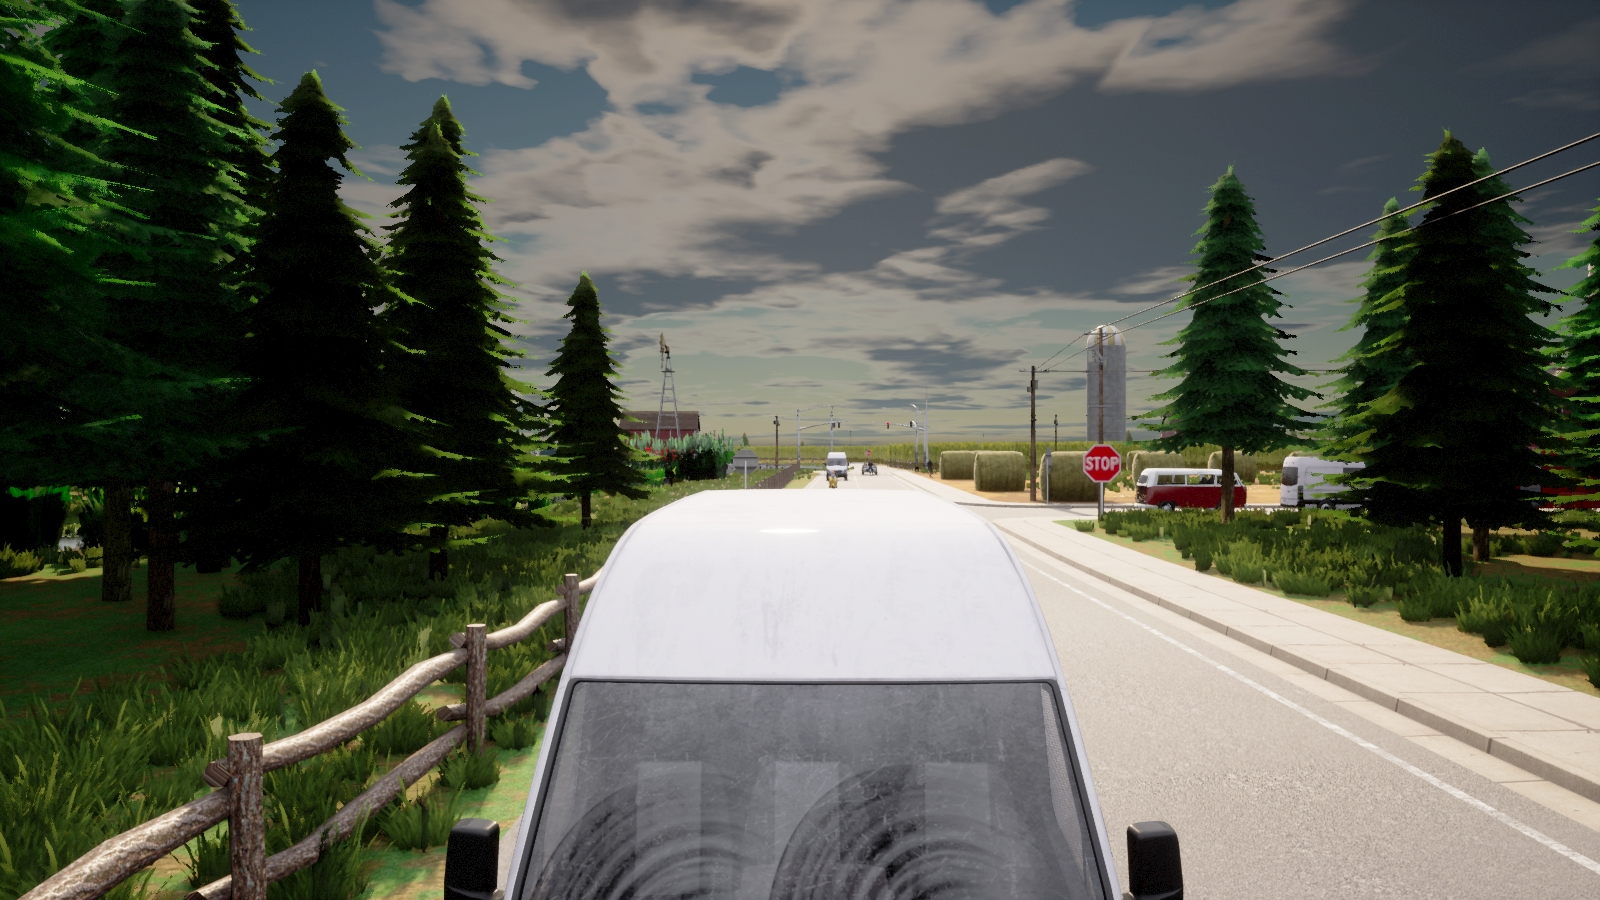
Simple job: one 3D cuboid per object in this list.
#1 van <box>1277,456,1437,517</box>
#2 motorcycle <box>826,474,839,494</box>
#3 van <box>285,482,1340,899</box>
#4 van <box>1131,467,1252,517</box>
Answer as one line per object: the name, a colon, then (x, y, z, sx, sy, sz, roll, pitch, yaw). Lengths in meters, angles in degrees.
van: (23.869, 1.534, 49.092, 5.915, 2.561, 1.988, 0, 0, -1)
motorcycle: (2.110, 2.151, 73.214, 0.803, 1.199, 2.033, 0, 0, 2)
van: (0.056, 1.508, 5.110, 1.988, 2.561, 5.915, 0, 0, 1)
van: (16.767, 1.783, 49.041, 4.480, 2.038, 2.069, 0, 0, 0)
